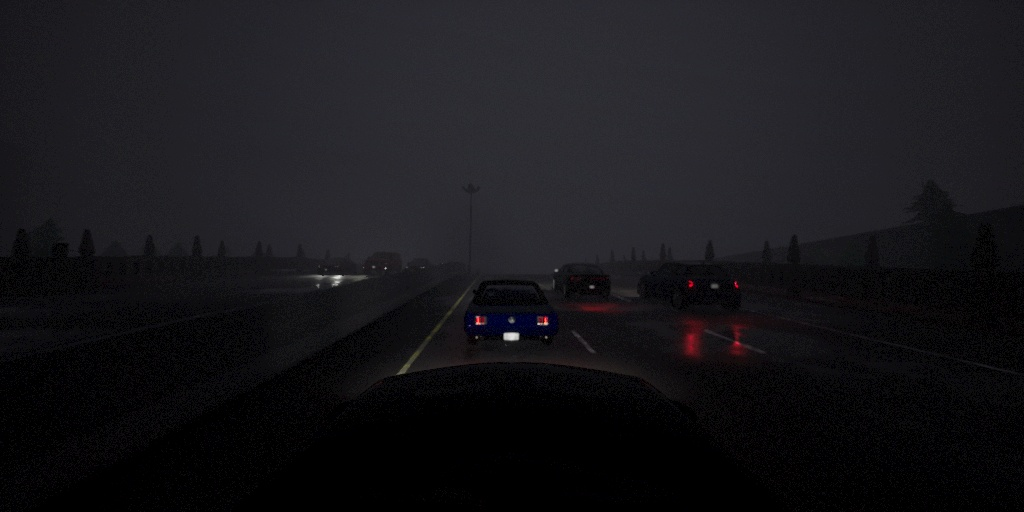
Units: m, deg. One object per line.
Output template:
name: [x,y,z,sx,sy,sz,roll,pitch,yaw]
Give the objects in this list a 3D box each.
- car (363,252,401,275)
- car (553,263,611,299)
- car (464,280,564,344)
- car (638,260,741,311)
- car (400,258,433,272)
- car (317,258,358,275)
car: [-11.546,0.633,32.504,2.150,2.045,5.566,1,-2,-2]
car: [3.140,1.056,16.929,1.882,1.535,5.008,1,1,-2]
car: [-0.083,1.251,9.205,1.895,1.301,4.718,1,1,-2]
car: [6.743,1.000,14.170,2.097,1.767,4.553,1,1,-2]
car: [-8.018,0.936,31.397,1.812,1.442,4.674,0,-1,-2]
car: [-15.014,0.874,31.144,1.812,1.442,4.674,0,-1,-2]
